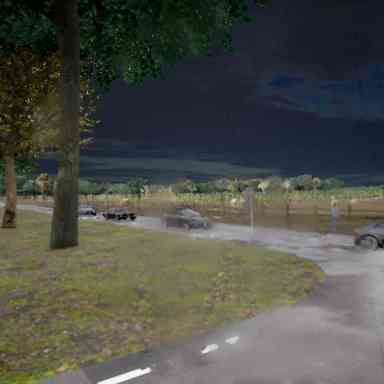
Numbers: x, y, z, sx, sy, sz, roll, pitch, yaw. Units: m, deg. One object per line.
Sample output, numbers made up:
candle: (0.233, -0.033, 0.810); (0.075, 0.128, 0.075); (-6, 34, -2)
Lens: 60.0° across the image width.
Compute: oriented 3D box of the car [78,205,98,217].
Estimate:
car: (-13.774, 2.440, 42.840); (1.994, 1.385, 4.181); (-1, 0, -35)

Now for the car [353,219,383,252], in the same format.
car: (8.912, 1.720, 13.653); (4.181, 1.385, 1.994); (-3, -2, 32)

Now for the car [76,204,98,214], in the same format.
car: (-16.274, 2.588, 51.490); (1.895, 1.301, 4.718); (-1, 0, -35)

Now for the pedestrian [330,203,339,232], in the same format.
pedestrian: (8.947, 1.561, 20.832); (0.375, 1.860, 0.375); (-2, 1, -35)

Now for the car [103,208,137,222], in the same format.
car: (-7.366, 2.281, 33.678); (1.895, 1.301, 4.718); (-1, -1, -35)

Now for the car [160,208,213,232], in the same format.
car: (-0.501, 1.969, 23.897); (1.837, 1.490, 4.892); (-1, -1, -35)
